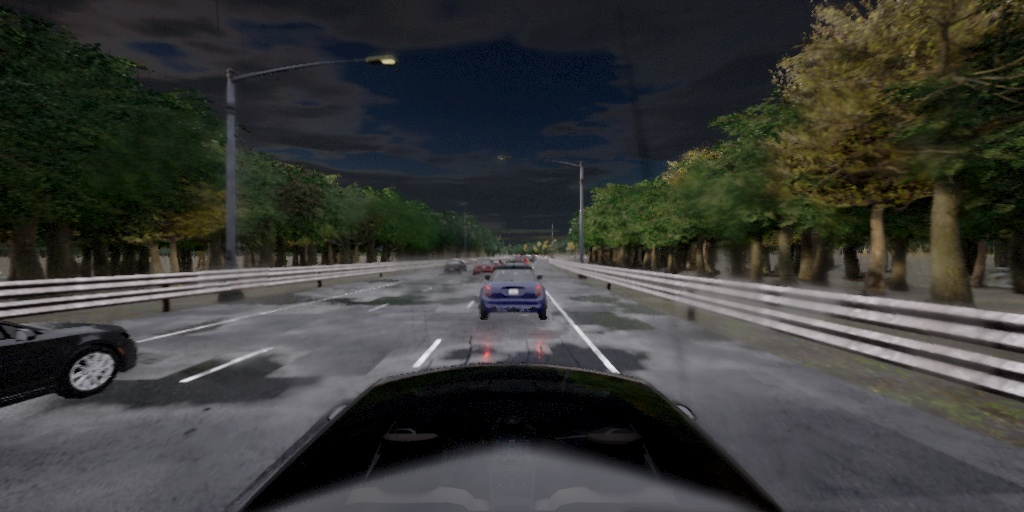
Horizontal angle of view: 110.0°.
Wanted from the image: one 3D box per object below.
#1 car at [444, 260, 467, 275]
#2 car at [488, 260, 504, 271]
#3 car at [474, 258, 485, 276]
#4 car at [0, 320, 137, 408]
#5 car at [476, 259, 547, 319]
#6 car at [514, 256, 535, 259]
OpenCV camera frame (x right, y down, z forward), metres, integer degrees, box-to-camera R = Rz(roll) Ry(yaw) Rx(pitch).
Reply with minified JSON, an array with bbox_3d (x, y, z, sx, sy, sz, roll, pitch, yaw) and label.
[{"bbox_3d":[-6.176,1.216,39.716,1.882,1.535,5.008,0,0,2],"label":"car"},{"bbox_3d":[-2.209,1.246,50.097,1.812,1.442,4.674,0,0,3],"label":"car"},{"bbox_3d":[-2.737,1.090,37.773,2.097,1.767,4.553,0,0,2],"label":"car"},{"bbox_3d":[-6.887,1.262,3.648,1.837,1.490,4.892,0,0,0],"label":"car"},{"bbox_3d":[0.072,1.099,12.961,2.097,1.767,4.553,0,0,1],"label":"car"},{"bbox_3d":[0.265,1.097,24.456,2.097,1.767,4.553,0,0,1],"label":"car"}]
